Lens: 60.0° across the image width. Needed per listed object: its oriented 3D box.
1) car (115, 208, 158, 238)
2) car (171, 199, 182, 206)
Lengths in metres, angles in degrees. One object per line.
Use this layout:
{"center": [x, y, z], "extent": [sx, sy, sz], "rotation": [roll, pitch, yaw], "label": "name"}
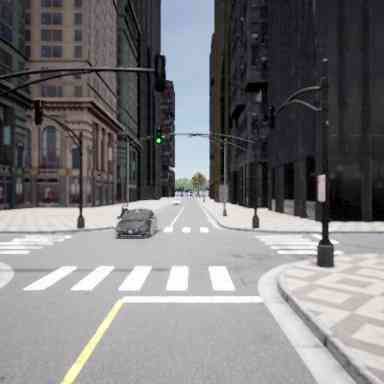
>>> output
{"center": [-2.992, 1.706, 18.670], "extent": [1.837, 1.490, 4.892], "rotation": [0, 0, 0], "label": "car"}
{"center": [-2.952, 2.040, 66.021], "extent": [1.812, 1.442, 4.674], "rotation": [0, 0, 0], "label": "car"}
